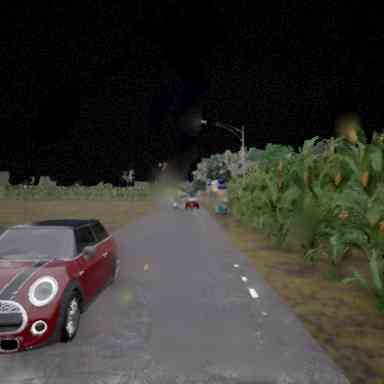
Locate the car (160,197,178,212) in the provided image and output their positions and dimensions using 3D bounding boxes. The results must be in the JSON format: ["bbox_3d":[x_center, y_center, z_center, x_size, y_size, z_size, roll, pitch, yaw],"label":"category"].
[{"bbox_3d":[-2.809,1.472,41.548,2.097,1.767,4.553,0,0,0],"label":"car"}]

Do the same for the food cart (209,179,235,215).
[{"bbox_3d":[3.109,0.570,35.893,2.280,3.560,4.660,-1,-1,0],"label":"food cart"}]

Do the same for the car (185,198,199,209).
[{"bbox_3d":[0.054,1.620,47.839,1.882,1.535,5.008,0,-1,1],"label":"car"}]

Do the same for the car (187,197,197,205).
[{"bbox_3d":[0.066,1.756,64.976,1.994,1.385,4.181,0,0,1],"label":"car"}]

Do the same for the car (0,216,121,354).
[{"bbox_3d":[-2.837,1.372,6.492,2.097,1.767,4.553,0,0,0],"label":"car"}]
